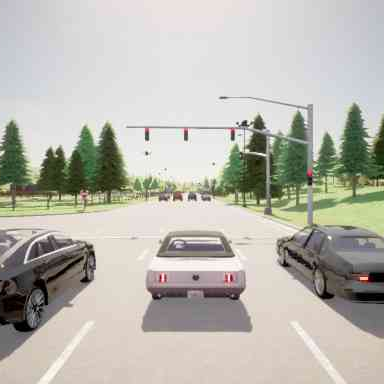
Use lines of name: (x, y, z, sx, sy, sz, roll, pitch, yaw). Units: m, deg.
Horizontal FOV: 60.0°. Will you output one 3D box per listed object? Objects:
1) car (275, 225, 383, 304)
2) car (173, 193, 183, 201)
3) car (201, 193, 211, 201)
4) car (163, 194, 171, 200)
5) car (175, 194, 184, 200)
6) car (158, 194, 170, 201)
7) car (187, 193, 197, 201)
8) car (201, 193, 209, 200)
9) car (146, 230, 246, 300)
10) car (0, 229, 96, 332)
car: (3.586, 1.547, 8.369, 2.033, 1.411, 5.357, 0, 0, 0)
car: (-3.442, 1.217, 80.647, 2.150, 2.045, 5.566, 0, 0, 0)
car: (3.558, 1.517, 80.612, 2.128, 1.511, 4.902, 0, 0, 0)
car: (-6.934, 1.332, 91.039, 1.837, 1.490, 4.892, 0, 0, 0)
car: (-3.434, 1.357, 91.037, 2.128, 1.511, 4.902, 0, 0, 0)
car: (-6.942, 1.347, 81.006, 2.097, 1.767, 4.553, 0, 0, 0)
car: (0.058, 1.217, 80.644, 2.150, 2.045, 5.566, 0, 0, 0)
car: (3.566, 1.187, 91.002, 2.097, 1.767, 4.553, 0, 0, 0)
car: (0.085, 1.601, 8.343, 1.895, 1.301, 4.718, 0, 0, 0)
car: (-3.425, 1.492, 6.805, 2.128, 1.511, 4.902, 0, 0, 0)
